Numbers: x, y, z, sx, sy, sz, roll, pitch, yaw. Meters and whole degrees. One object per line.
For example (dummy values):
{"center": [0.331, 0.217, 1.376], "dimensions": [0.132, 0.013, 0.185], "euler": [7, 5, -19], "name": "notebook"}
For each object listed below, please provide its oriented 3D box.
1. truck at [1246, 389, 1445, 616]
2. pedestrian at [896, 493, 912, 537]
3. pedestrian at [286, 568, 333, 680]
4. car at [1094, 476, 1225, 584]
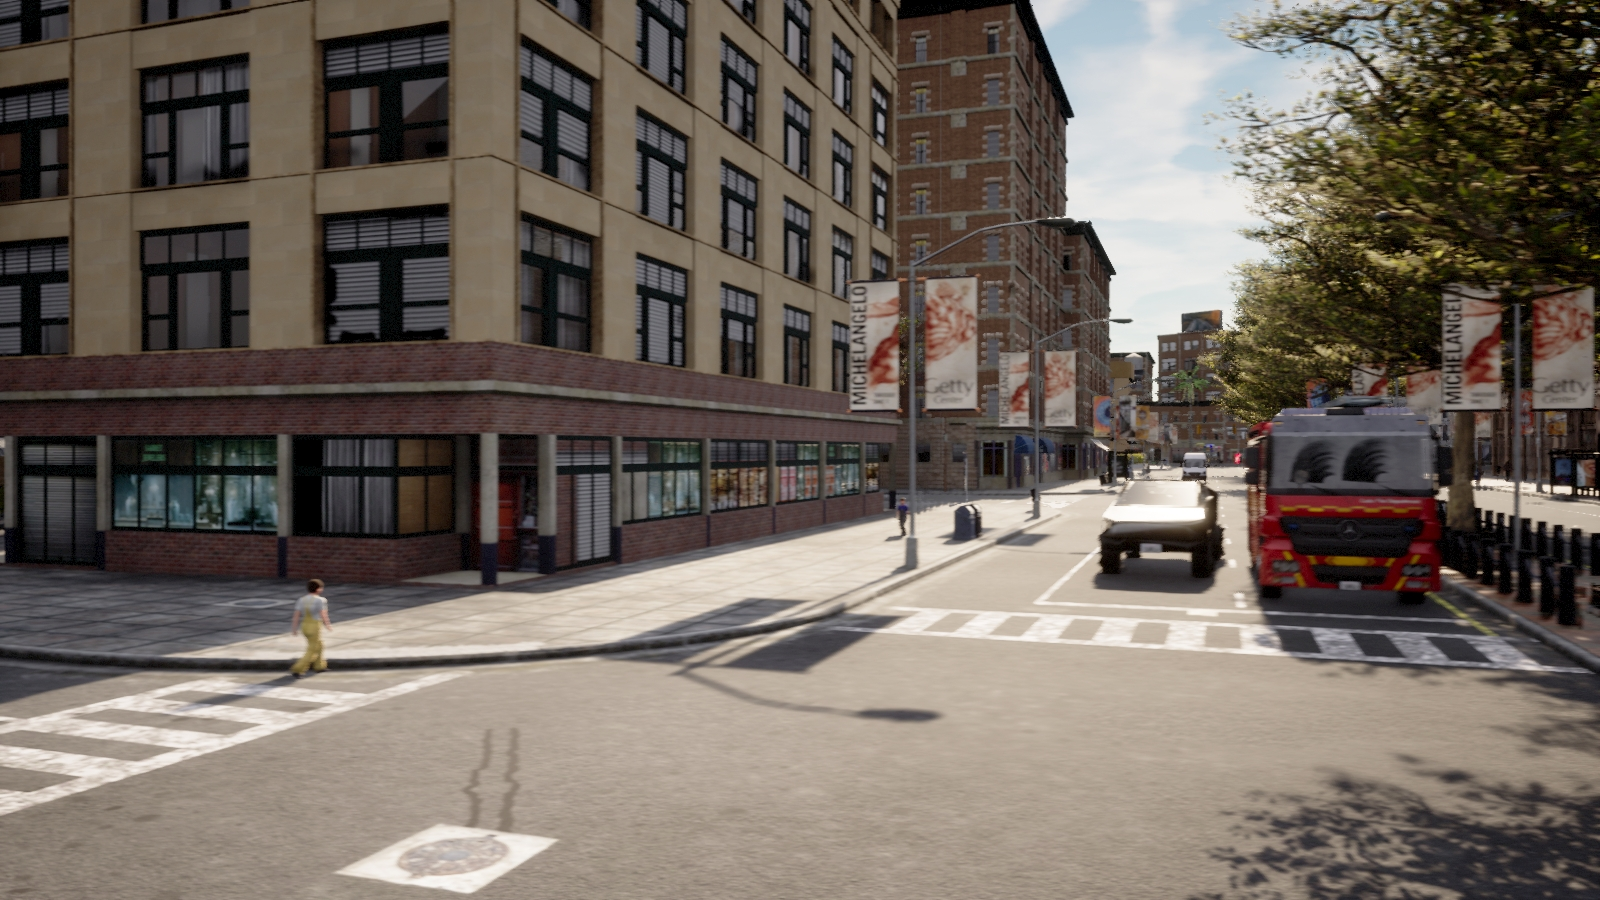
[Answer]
{"center": [10.934, 0.891, 23.720], "dimensions": [2.891, 3.827, 8.468], "euler": [0, 0, 20], "name": "truck"}
{"center": [3.167, 1.976, 34.845], "dimensions": [0.375, 1.300, 0.375], "euler": [0, 0, 32], "name": "pedestrian"}
{"center": [-6.034, 2.128, 14.073], "dimensions": [0.375, 1.300, 0.375], "euler": [0, 0, 22], "name": "pedestrian"}
{"center": [8.750, 1.753, 27.354], "dimensions": [2.390, 2.098, 6.274], "euler": [0, 0, 23], "name": "car"}
